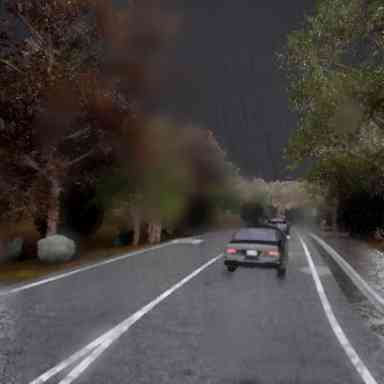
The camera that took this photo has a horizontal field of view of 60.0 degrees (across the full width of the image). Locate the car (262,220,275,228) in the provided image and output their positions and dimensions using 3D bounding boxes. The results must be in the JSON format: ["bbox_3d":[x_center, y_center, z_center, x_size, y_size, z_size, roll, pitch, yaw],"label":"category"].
[{"bbox_3d":[14.851,6.113,64.230,1.837,1.490,4.892,0,-5,21],"label":"car"}]

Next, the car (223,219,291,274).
[{"bbox_3d":[2.401,1.861,11.734,2.033,1.411,5.357,0,-2,17],"label":"car"}]
